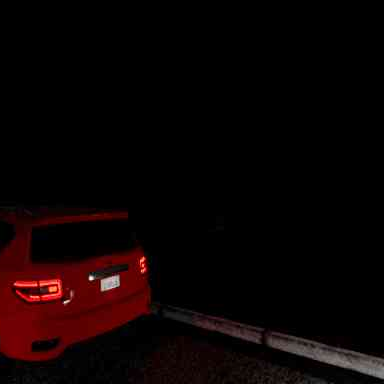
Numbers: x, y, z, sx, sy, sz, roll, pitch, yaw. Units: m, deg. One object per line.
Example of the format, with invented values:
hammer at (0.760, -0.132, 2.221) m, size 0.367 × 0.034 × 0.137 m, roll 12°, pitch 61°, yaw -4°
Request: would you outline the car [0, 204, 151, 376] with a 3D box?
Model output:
car at (-3.215, 1.229, 5.670) m, size 5.566 × 2.045 × 2.150 m, roll 0°, pitch 0°, yaw 35°
